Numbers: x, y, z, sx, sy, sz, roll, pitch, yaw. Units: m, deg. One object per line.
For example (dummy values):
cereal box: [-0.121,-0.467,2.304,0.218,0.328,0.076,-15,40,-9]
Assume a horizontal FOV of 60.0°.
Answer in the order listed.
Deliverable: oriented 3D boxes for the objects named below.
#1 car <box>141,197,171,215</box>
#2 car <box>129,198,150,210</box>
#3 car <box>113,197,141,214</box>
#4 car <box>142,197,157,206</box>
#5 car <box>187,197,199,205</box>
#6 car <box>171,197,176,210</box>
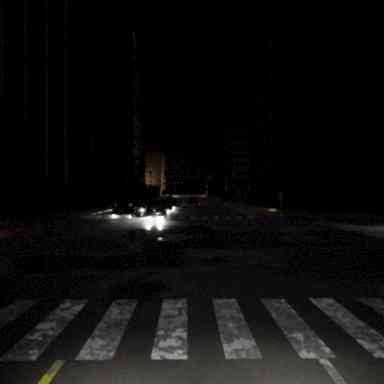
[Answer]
car: [-3.544,1.484,33.631,2.128,1.511,4.902,0,0,-1]
car: [-7.032,1.538,45.196,2.033,1.411,5.357,0,0,0]
car: [-7.042,1.344,35.722,2.097,1.767,4.553,0,0,0]
car: [-6.977,1.589,55.455,1.895,1.301,4.718,0,0,1]
car: [0.167,1.535,56.658,2.033,1.411,5.357,0,0,0]
car: [-3.534,1.555,42.550,1.994,1.385,4.181,0,0,0]
